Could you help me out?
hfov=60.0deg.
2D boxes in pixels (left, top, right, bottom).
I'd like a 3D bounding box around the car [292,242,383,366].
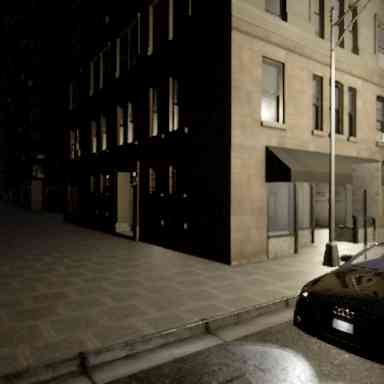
[{"bbox_3d":[3.598,1.579,5.519,4.181,1.385,1.994,0,0,-36],"label":"car"}]
